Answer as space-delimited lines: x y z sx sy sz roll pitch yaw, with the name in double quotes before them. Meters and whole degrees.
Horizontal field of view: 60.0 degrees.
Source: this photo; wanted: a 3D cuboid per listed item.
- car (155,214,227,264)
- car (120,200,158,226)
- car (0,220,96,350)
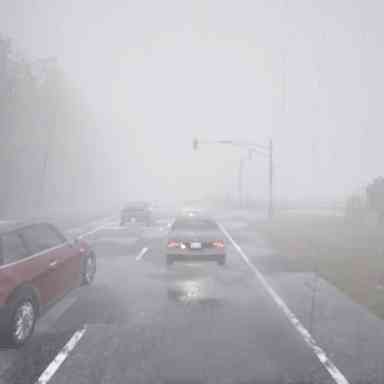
"car" 0.101 1.447 11.395 2.033 1.411 5.357 0 0 0
"car" -3.402 1.315 21.658 1.837 1.490 4.892 0 1 0
"car" -3.400 1.295 6.317 2.097 1.767 4.553 0 0 0
